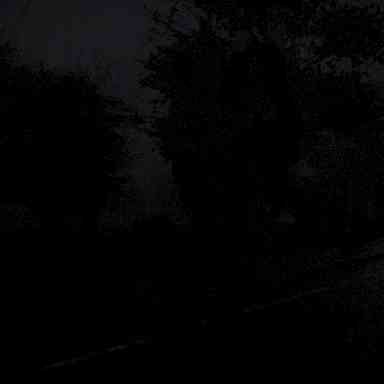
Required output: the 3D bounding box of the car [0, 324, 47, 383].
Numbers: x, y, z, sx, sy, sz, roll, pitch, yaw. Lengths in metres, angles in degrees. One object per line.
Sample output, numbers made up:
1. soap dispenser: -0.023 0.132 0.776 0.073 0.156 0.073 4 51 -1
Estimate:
1. car: -3.140 1.529 1.445 4.674 1.442 1.812 0 0 -35
